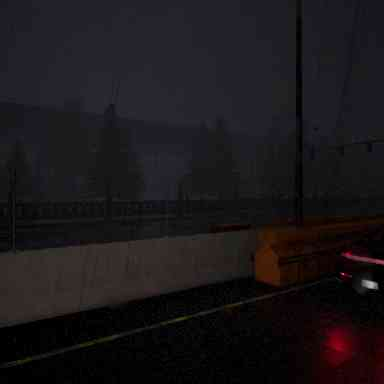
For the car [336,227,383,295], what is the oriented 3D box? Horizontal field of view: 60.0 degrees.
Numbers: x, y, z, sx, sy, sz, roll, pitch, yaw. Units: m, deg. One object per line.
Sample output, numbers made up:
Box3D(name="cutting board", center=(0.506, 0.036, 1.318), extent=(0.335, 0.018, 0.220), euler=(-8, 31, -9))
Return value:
Box3D(name="car", center=(5.215, 1.488, 7.471), extent=(4.902, 1.511, 2.128), euler=(1, 0, -36))
